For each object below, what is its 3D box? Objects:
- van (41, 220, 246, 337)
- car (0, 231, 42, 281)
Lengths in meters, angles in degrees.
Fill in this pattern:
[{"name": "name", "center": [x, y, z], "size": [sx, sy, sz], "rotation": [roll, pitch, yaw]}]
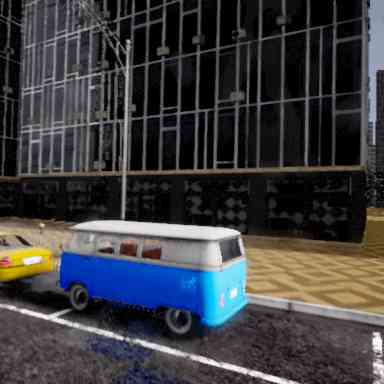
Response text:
[{"name": "van", "center": [-0.904, 1.525, 6.708], "size": [3.998, 1.788, 1.690], "rotation": [0, -2, 28]}, {"name": "car", "center": [-6.060, 1.670, 9.448], "size": [4.829, 1.417, 1.752], "rotation": [0, -2, 28]}]
